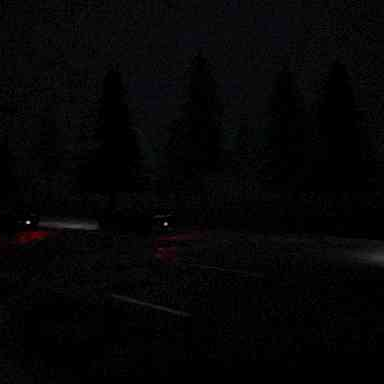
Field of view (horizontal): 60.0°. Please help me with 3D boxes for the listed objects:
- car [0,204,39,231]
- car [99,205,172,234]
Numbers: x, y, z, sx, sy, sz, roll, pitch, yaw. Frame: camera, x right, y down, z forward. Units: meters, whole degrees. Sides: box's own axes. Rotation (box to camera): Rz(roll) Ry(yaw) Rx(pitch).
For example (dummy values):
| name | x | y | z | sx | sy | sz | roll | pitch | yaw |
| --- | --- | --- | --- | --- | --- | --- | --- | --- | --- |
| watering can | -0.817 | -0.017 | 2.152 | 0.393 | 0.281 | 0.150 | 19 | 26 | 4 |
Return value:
| name | x | y | z | sx | sy | sz | roll | pitch | yaw |
| --- | --- | --- | --- | --- | --- | --- | --- | --- | --- |
| car | -11.539 | 1.525 | 20.831 | 4.892 | 1.490 | 1.837 | 0 | 0 | 36 |
| car | -3.380 | 1.504 | 19.306 | 4.902 | 1.511 | 2.128 | 0 | 0 | 36 |
